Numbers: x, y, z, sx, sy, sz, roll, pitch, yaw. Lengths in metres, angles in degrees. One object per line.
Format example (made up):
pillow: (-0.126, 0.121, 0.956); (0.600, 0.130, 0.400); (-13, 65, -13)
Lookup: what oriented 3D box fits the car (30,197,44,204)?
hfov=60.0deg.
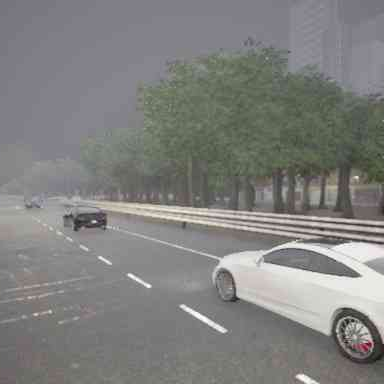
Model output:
car: (-33.252, 1.836, 71.512); (1.812, 1.442, 4.674); (0, 0, -13)

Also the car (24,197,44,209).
car: (-23.394, 1.813, 48.709); (1.895, 1.301, 4.718); (0, 0, -31)

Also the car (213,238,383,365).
car: (2.250, 1.559, 5.975); (1.812, 1.442, 4.674); (0, 0, -31)

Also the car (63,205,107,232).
car: (-6.918, 1.593, 21.246); (1.882, 1.535, 5.008); (0, -1, -31)
